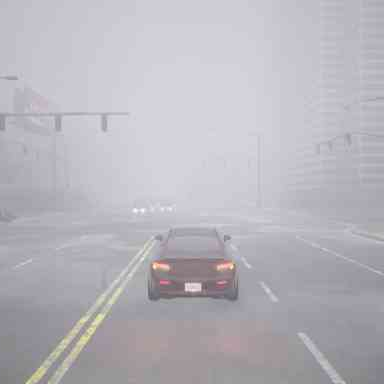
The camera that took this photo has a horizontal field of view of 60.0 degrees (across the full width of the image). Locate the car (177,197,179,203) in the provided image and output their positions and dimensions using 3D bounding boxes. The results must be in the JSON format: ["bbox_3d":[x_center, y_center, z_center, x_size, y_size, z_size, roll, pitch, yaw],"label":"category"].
[{"bbox_3d":[-3.839,1.525,59.836,1.812,1.442,4.674,0,0,0],"label":"car"}]

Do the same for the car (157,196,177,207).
[{"bbox_3d":[-3.819,1.564,51.059,1.994,1.385,4.181,0,0,0],"label":"car"}]

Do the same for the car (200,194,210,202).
[{"bbox_3d":[3.154,1.515,78.021,2.128,1.511,4.902,0,0,0],"label":"car"}]

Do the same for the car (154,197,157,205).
[{"bbox_3d":[-7.338,1.601,57.721,1.895,1.301,4.718,0,0,0],"label":"car"}]

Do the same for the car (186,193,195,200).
[{"bbox_3d":[-0.392,1.184,88.293,2.097,1.767,4.553,0,0,0],"label":"car"}]

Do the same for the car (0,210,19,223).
[{"bbox_3d":[-14.968,1.601,23.688,4.718,1.301,1.895,0,0,4],"label":"car"}]

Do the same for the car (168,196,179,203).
[{"bbox_3d":[-3.809,1.552,69.846,1.994,1.385,4.181,0,0,0],"label":"car"}]

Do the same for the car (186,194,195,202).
[{"bbox_3d":[-0.347,1.584,78.388,1.895,1.301,4.718,0,0,0],"label":"car"}]

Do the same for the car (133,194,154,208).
[{"bbox_3d":[-7.310,1.491,48.450,2.128,1.511,4.902,0,0,0],"label":"car"}]

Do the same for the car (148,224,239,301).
[{"bbox_3d":[0.028,1.526,8.212,1.812,1.442,4.674,0,0,0],"label":"car"}]

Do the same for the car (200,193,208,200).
[{"bbox_3d":[3.108,1.184,88.309,2.097,1.767,4.553,0,0,0],"label":"car"}]

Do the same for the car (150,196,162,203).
[{"bbox_3d":[-7.310,1.600,68.021,1.895,1.301,4.718,0,0,0],"label":"car"}]
